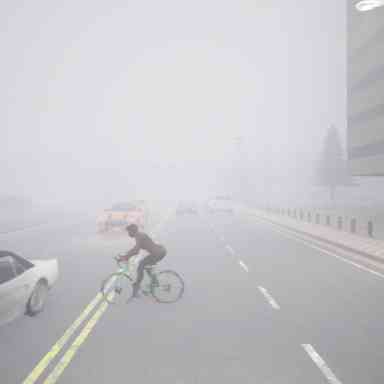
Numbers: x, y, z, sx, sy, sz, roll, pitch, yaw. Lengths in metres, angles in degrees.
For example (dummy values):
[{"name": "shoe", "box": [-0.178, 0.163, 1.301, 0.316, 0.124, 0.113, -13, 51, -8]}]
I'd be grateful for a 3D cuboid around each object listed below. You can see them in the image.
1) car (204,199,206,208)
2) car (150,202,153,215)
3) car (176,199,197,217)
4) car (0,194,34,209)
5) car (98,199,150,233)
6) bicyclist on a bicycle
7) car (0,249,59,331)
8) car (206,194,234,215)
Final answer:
[{"name": "car", "box": [2.763, 1.352, 43.958, 2.097, 1.767, 4.553, 0, 0, -1]}, {"name": "car", "box": [-3.960, 1.195, 24.558, 1.882, 1.535, 5.008, 0, 0, -1]}, {"name": "car", "box": [-0.499, 1.601, 31.701, 1.895, 1.301, 4.718, 0, 0, -1]}, {"name": "car", "box": [-21.849, 1.153, 41.793, 1.932, 1.855, 4.605, 0, 0, -1]}, {"name": "car", "box": [-3.953, 1.351, 19.467, 2.097, 1.767, 4.553, 0, 0, -1]}, {"name": "bicyclist on a bicycle", "box": [-0.996, 1.455, 6.612, 1.656, 1.620, 0.582, -2, 0, -1]}, {"name": "car", "box": [-3.672, 1.601, 4.717, 1.895, 1.301, 4.718, 0, 0, -1]}, {"name": "car", "box": [2.949, 1.222, 34.480, 2.150, 2.045, 5.566, 0, 0, -1]}]
